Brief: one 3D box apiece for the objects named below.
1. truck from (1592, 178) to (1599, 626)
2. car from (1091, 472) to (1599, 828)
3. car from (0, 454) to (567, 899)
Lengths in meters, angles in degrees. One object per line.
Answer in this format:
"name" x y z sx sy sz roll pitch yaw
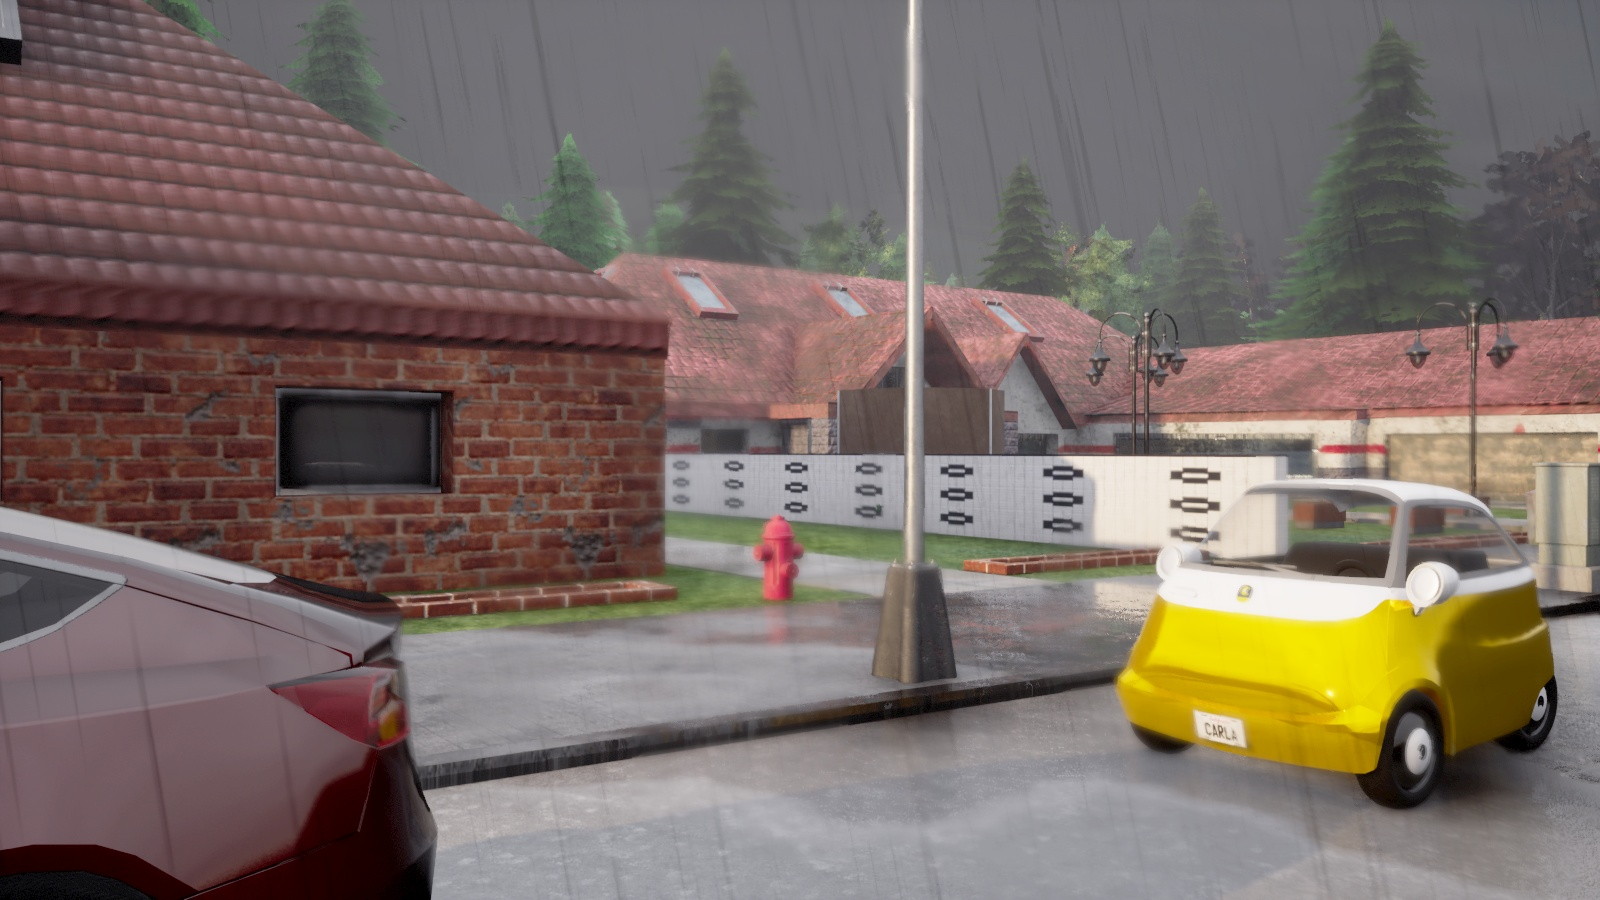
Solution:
"truck" 11.095 -0.414 11.998 8.468 3.827 2.891 0 0 -35
"car" 2.760 0.809 6.189 2.207 1.376 1.481 0 0 -35
"car" -3.070 0.756 2.135 4.792 1.488 2.163 0 0 -35
